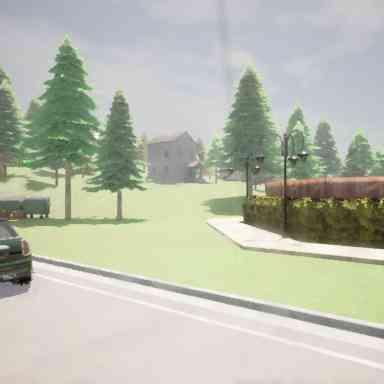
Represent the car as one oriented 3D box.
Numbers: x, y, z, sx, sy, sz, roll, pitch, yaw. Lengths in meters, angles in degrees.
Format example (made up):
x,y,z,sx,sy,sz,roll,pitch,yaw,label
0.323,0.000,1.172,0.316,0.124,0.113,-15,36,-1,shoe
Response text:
x,y,z,sx,sy,sz,roll,pitch,yaw,label
-5.981,1.351,8.259,4.553,1.767,2.097,0,0,36,car
